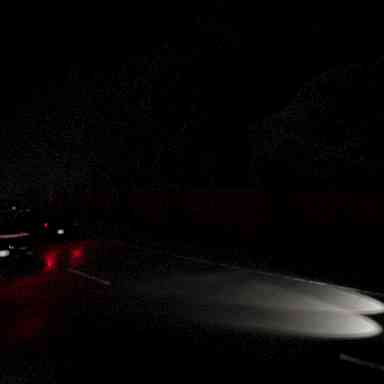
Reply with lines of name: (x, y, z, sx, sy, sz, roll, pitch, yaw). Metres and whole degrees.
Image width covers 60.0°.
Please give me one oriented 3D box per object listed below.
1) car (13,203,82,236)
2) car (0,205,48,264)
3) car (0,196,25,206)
car: (-7.145, 1.419, 16.299, 1.895, 1.301, 4.718, 0, 0, -39)
car: (-6.567, 1.350, 10.347, 2.128, 1.511, 4.902, 0, 0, -44)
car: (-15.881, 1.111, 29.246, 1.882, 1.535, 5.008, 0, 0, -33)
